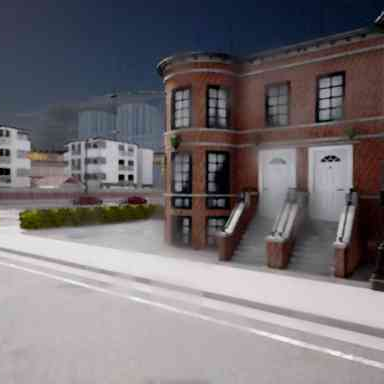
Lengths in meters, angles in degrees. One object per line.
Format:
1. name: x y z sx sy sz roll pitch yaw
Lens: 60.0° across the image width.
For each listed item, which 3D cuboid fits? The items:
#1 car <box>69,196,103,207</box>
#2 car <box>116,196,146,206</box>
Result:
1. car: -14.344 1.258 45.302 1.812 1.442 4.674 0 0 38
2. car: -8.514 1.284 47.053 1.812 1.442 4.674 0 0 39
